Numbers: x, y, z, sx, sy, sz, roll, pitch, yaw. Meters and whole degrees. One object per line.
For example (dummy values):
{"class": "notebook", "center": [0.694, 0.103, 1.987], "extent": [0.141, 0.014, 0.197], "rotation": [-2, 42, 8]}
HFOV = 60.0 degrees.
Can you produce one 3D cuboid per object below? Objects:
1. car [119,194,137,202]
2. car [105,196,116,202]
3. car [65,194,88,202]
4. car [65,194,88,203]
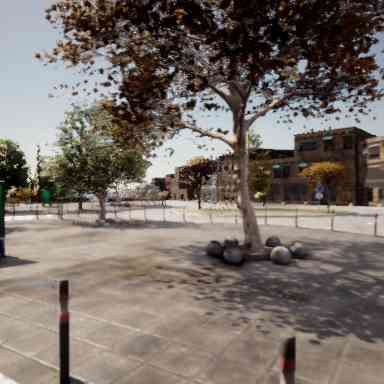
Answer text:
{"class": "car", "center": [-18.002, 1.570, 89.164], "extent": [5.566, 2.045, 2.435], "rotation": [0, -1, -18]}
{"class": "car", "center": [-18.495, 1.624, 74.816], "extent": [1.882, 1.535, 5.008], "rotation": [0, -1, -1]}
{"class": "car", "center": [-28.404, 1.582, 81.733], "extent": [5.566, 2.045, 2.435], "rotation": [0, -1, -18]}
{"class": "car", "center": [-30.120, 1.702, 86.917], "extent": [5.566, 2.045, 2.435], "rotation": [0, -1, -18]}
